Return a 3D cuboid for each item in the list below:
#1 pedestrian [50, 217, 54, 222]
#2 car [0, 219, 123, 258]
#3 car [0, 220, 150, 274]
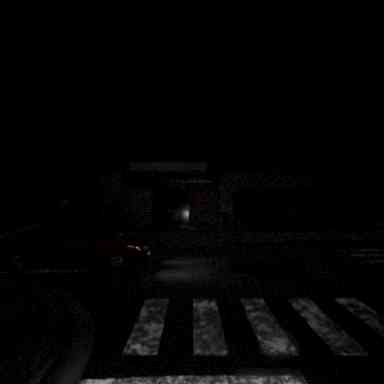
[{"bbox_3d":[-6.806,1.814,16.189,0.500,1.100,0.500,0,-1,0],"label":"pedestrian"},{"bbox_3d":[-5.311,1.796,13.269,4.718,1.301,1.895,-1,-2,0],"label":"car"},{"bbox_3d":[-3.670,1.626,10.307,4.674,1.442,1.812,0,-2,1],"label":"car"}]
